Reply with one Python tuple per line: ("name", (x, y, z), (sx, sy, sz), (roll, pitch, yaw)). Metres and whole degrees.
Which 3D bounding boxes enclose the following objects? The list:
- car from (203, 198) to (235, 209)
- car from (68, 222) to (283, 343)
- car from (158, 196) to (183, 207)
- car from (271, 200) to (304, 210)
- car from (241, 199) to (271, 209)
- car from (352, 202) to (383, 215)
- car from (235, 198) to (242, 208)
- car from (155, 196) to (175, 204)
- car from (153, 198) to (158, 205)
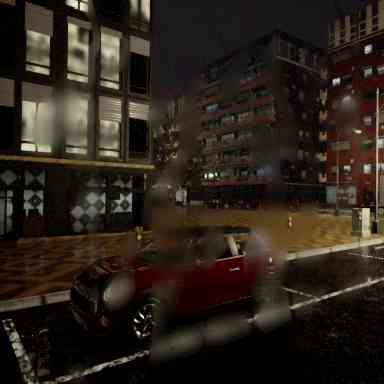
("car", (3.331, 1.678, 45.814), (2.008, 1.369, 4.403), (1, -1, -35))
("car", (-0.185, 1.441, 6.405), (4.097, 1.590, 1.967), (0, 1, -35))
("car", (-3.199, 1.733, 55.086), (1.887, 1.381, 4.507), (1, -1, -35))
("car", (13.450, 1.806, 45.997), (1.802, 1.307, 4.206), (1, -1, -35))
("car", (10.186, 1.800, 50.635), (1.887, 1.381, 4.507), (1, -1, -35))
("car", (19.981, 1.730, 36.726), (1.947, 1.339, 4.313), (1, -1, -35))
("car", (6.921, 1.726, 55.271), (1.967, 1.590, 4.097), (1, -1, -35))
("car", (-6.139, 1.724, 73.818), (2.192, 1.841, 5.009), (1, -1, -35))
("car", (-6.465, 1.764, 59.723), (1.887, 1.381, 4.507), (1, -1, -35))
